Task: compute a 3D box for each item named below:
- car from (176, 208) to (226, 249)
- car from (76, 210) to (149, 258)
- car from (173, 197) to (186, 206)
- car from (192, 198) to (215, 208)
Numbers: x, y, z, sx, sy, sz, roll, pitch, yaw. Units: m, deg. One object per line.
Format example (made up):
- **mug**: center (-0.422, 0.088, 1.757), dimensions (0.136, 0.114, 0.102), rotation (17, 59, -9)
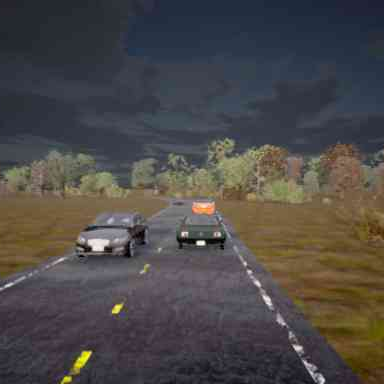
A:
- **car**: center (0.417, 1.604, 14.575), dimensions (1.895, 1.301, 4.718), rotation (0, 0, 2)
- **car**: center (-2.848, 1.491, 12.782), dimensions (2.128, 1.511, 4.902), rotation (0, 0, 2)
- **car**: center (-2.035, 1.569, 55.043), dimensions (1.994, 1.385, 4.181), rotation (0, 0, -2)
- **car**: center (1.126, 1.358, 32.091), dimensions (2.097, 1.767, 4.553), rotation (0, 0, 2)
